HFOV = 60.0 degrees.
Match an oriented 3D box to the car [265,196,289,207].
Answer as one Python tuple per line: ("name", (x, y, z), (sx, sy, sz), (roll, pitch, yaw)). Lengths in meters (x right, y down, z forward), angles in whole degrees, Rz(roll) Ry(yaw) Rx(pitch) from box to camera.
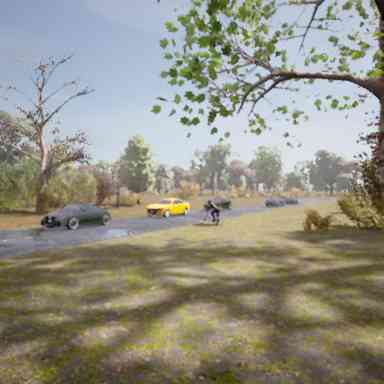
("car", (12.068, 1.415, 48.126), (2.033, 1.411, 5.357), (1, 0, 29))

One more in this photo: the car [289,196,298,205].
("car", (16.993, 1.430, 57.268), (1.994, 1.385, 4.181), (1, 0, 28))

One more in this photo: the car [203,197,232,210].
("car", (2.977, 1.312, 37.982), (1.882, 1.535, 5.008), (1, 0, 28))

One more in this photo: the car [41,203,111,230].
("car", (-6.803, 1.390, 19.885), (1.994, 1.385, 4.181), (1, 0, 28))

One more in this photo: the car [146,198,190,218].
("car", (-2.016, 1.308, 28.752), (1.882, 1.535, 5.008), (1, 0, 28))

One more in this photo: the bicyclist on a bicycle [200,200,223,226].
("bicyclist on a bicycle", (1.268, 1.347, 21.468), (1.656, 1.620, 0.582), (0, 0, 28))
